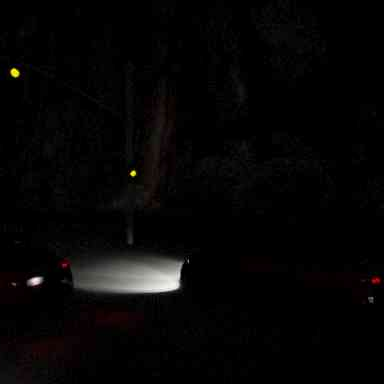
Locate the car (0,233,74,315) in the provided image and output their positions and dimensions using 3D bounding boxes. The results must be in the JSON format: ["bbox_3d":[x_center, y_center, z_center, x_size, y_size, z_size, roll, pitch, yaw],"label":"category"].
[{"bbox_3d":[-4.462,1.588,7.174,4.181,1.385,1.994,0,0,35],"label":"car"}]

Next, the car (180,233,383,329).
[{"bbox_3d":[1.783,1.573,7.020,4.181,1.385,1.994,0,0,35],"label":"car"}]
